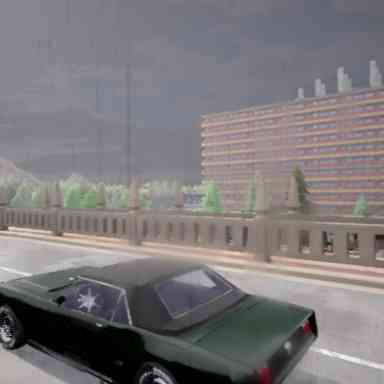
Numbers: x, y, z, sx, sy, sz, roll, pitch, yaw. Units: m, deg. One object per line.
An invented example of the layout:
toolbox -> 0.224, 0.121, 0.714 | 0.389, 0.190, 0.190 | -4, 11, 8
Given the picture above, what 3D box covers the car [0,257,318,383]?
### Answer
car -> -0.910, 1.623, 4.640 | 4.718, 1.301, 1.895 | 0, 0, 35
